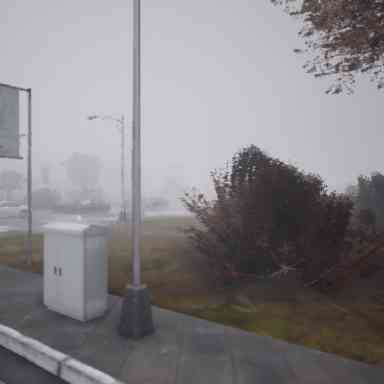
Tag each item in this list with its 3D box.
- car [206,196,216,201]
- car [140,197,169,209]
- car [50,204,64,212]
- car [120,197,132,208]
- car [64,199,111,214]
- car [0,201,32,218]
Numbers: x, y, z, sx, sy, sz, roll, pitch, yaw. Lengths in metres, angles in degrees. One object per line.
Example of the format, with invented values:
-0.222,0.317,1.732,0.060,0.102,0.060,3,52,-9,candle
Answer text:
3.188,1.481,56.303,1.812,1.442,4.674,0,0,33,car
-5.020,1.441,43.564,2.128,1.511,4.902,0,0,32,car
-13.270,1.548,37.122,1.895,1.301,4.718,0,0,33,car
-7.799,1.435,45.710,2.128,1.511,4.902,0,0,33,car
-10.589,1.479,34.807,1.812,1.442,4.674,0,0,32,car
-15.463,1.482,27.129,1.812,1.442,4.674,0,0,33,car
